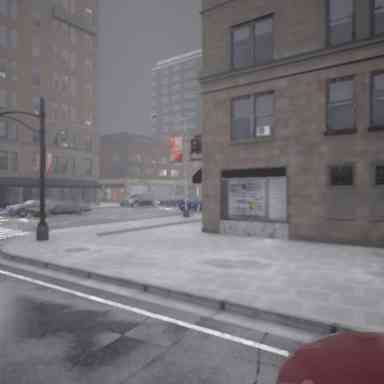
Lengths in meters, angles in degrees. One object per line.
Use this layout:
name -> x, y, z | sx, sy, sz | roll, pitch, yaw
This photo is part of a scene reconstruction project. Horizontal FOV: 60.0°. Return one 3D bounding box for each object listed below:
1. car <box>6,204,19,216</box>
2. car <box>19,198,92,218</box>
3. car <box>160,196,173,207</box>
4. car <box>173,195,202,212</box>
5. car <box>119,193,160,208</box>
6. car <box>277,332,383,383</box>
car -> -13.681, 1.308, 29.107 | 1.812, 1.442, 4.674 | 0, 1, 37
car -> -10.883, 1.317, 27.440 | 2.033, 1.411, 5.357 | 0, 1, 36
car -> -1.654, 1.106, 40.310 | 2.033, 1.411, 5.357 | 0, 1, 36
car -> 0.684, 1.089, 32.106 | 1.882, 1.535, 5.008 | 0, 1, 36
car -> -6.402, 0.968, 39.266 | 2.097, 1.767, 4.553 | 0, 1, 36
car -> 2.761, 1.526, 1.714 | 4.674, 1.442, 1.812 | 0, 0, 36
